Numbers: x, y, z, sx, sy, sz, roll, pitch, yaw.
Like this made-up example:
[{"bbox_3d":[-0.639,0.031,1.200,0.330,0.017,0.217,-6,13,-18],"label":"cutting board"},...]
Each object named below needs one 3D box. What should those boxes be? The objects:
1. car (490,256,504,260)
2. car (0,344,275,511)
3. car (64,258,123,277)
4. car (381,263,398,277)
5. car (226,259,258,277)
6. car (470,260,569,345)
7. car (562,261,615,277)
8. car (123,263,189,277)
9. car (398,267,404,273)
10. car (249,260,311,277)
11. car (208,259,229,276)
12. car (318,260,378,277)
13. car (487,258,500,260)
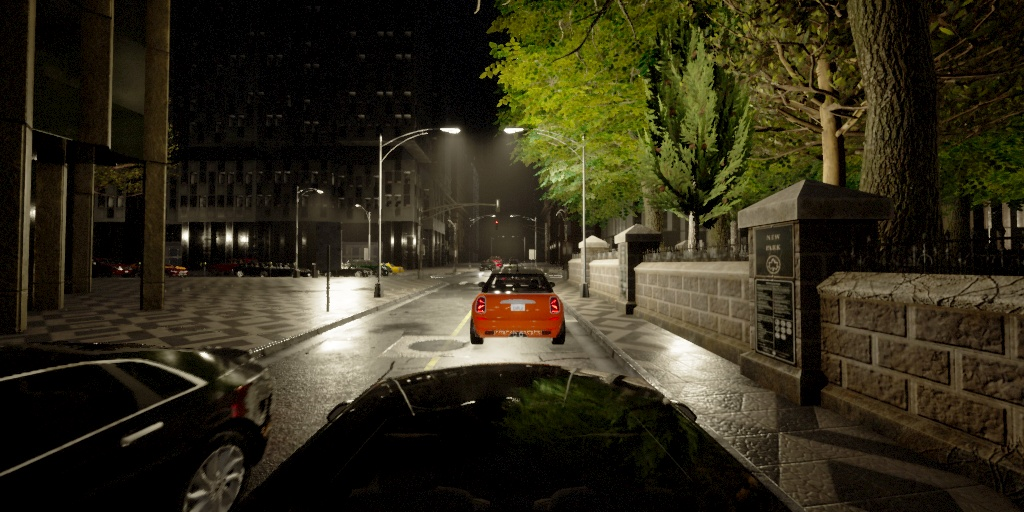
[{"bbox_3d":[-2.827,1.082,59.747,2.150,2.045,5.566,0,0,1],"label":"car"},{"bbox_3d":[-3.006,1.255,1.161,1.837,1.490,4.892,0,0,0],"label":"car"},{"bbox_3d":[-36.560,1.060,31.685,5.009,1.841,2.192,0,0,1],"label":"car"},{"bbox_3d":[-13.740,1.125,34.138,4.553,1.767,2.097,0,-1,0],"label":"car"},{"bbox_3d":[-23.884,1.291,34.237,4.892,1.490,1.837,0,-1,0],"label":"car"},{"bbox_3d":[0.129,1.107,9.689,2.097,1.767,4.553,0,0,0],"label":"car"},{"bbox_3d":[7.443,1.270,35.011,4.902,1.511,2.128,0,-1,12],"label":"car"},{"bbox_3d":[-31.047,1.320,31.630,4.207,1.307,1.802,0,0,1],"label":"car"},{"bbox_3d":[-14.602,1.425,39.990,4.829,1.417,1.751,0,0,1],"label":"car"},{"bbox_3d":[-20.021,1.289,31.520,4.313,1.339,1.948,0,0,1],"label":"car"},{"bbox_3d":[-30.969,1.236,40.153,5.009,1.841,2.192,0,0,1],"label":"car"},{"bbox_3d":[-14.509,1.267,31.465,4.403,1.370,2.007,0,0,1],"label":"car"},{"bbox_3d":[-3.116,1.327,46.633,1.837,1.490,4.892,0,0,4],"label":"car"}]
